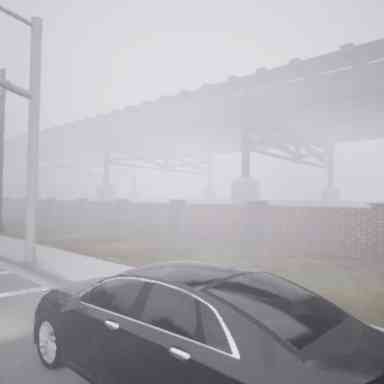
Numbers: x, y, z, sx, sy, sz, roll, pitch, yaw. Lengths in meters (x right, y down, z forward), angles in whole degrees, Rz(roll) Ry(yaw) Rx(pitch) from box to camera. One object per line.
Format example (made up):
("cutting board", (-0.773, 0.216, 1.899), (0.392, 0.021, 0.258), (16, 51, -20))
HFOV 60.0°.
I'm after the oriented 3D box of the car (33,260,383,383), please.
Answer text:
("car", (-0.218, 1.613, 4.063), (4.892, 1.490, 1.837), (0, -2, 43))
